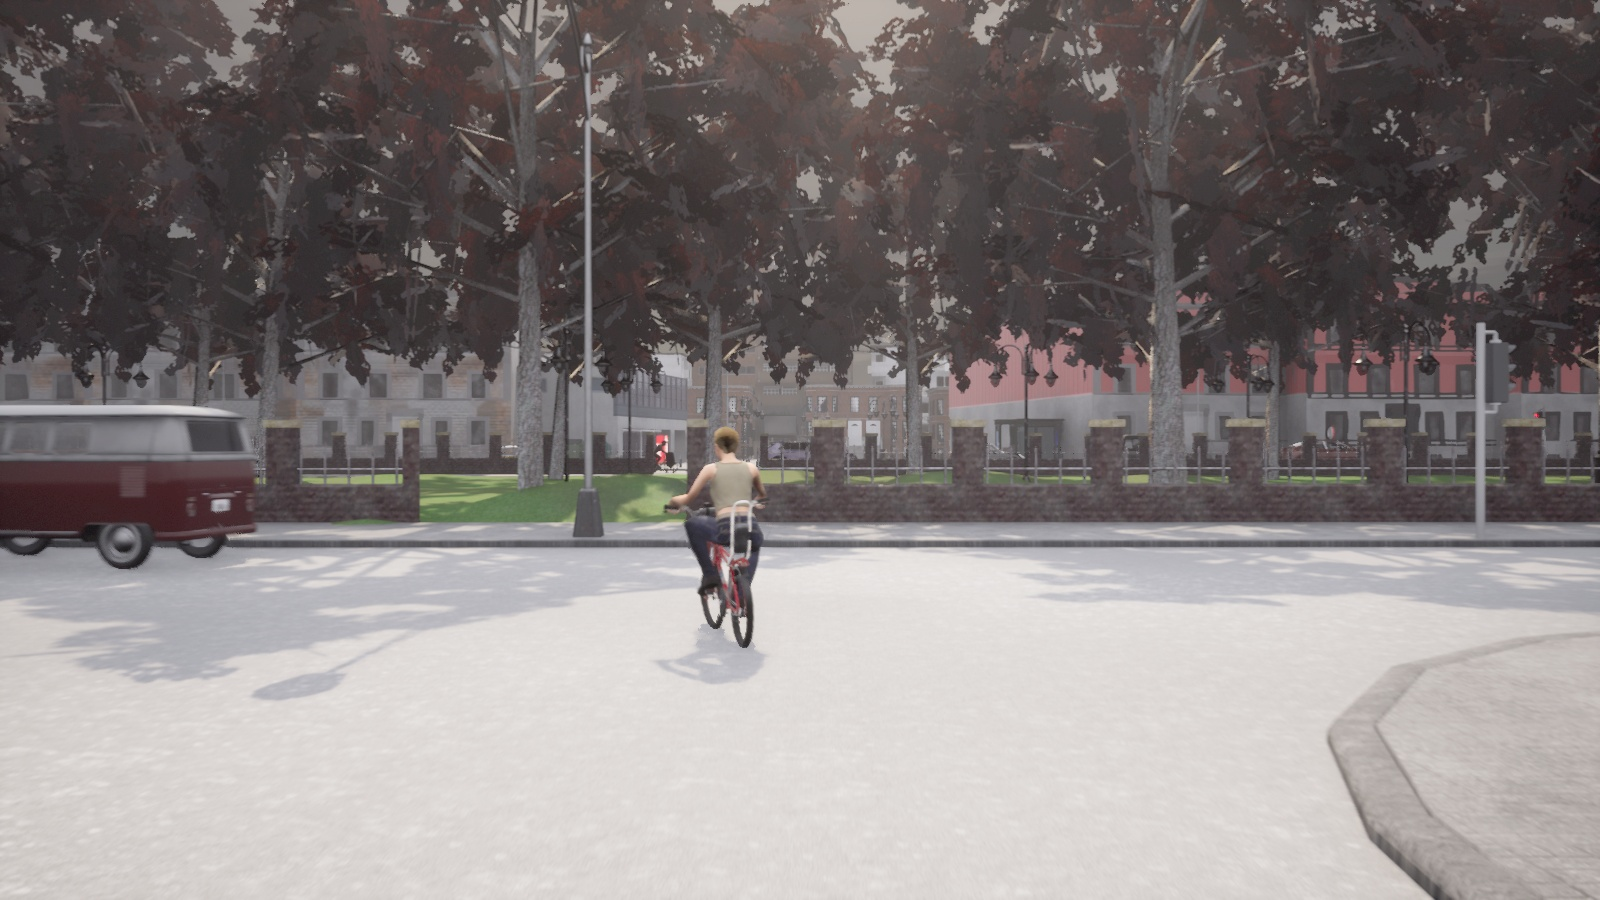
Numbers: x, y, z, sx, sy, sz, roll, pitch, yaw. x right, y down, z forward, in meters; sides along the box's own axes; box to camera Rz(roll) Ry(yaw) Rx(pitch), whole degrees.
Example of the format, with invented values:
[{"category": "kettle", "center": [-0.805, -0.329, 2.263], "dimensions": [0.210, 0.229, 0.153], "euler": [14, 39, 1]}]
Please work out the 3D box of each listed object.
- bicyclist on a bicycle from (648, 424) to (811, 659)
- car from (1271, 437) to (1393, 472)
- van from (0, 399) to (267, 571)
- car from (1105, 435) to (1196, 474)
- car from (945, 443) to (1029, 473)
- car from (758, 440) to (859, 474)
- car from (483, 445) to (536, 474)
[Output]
[{"category": "bicyclist on a bicycle", "center": [-0.573, 0.629, 9.547], "dimensions": [0.866, 1.612, 1.509], "euler": [-1, 1, -17]}, {"category": "car", "center": [25.771, 0.206, 60.975], "dimensions": [5.027, 1.651, 2.152], "euler": [0, 0, 1]}, {"category": "van", "center": [-9.240, 0.404, 15.718], "dimensions": [4.442, 1.987, 1.775], "euler": [0, 0, 9]}, {"category": "car", "center": [16.986, 0.216, 61.005], "dimensions": [3.866, 1.878, 1.905], "euler": [0, 0, 0]}, {"category": "car", "center": [9.040, 0.378, 61.045], "dimensions": [3.806, 1.475, 1.970], "euler": [0, 0, 0]}, {"category": "car", "center": [0.418, 0.336, 61.086], "dimensions": [4.856, 1.649, 2.033], "euler": [0, 0, 0]}, {"category": "car", "center": [-14.130, 0.449, 61.157], "dimensions": [2.207, 1.376, 1.481], "euler": [0, 0, 0]}]
